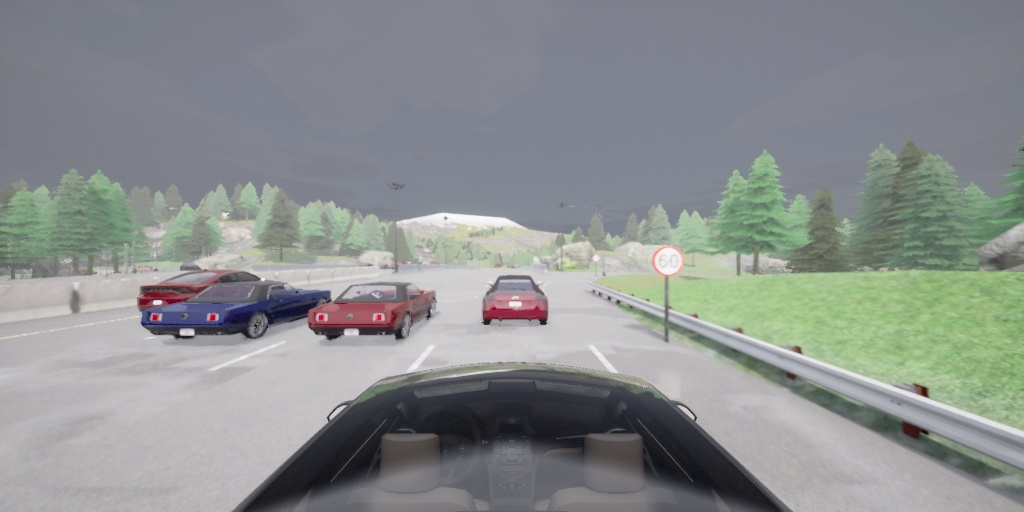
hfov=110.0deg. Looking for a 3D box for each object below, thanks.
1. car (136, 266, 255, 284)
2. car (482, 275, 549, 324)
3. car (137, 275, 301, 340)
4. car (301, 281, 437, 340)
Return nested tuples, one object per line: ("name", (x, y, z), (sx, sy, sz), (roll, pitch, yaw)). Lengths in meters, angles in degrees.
("car", (-10.405, 1.221, 13.004), (1.882, 1.535, 5.008), (0, 0, 0))
("car", (0.094, 1.312, 11.962), (1.994, 1.385, 4.181), (0, 0, 0))
("car", (-6.906, 1.341, 9.855), (1.895, 1.301, 4.718), (0, 0, 0))
("car", (-3.406, 1.342, 9.851), (1.895, 1.301, 4.718), (0, 0, 0))
